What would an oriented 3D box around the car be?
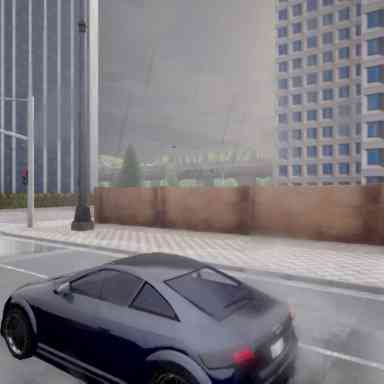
[{"bbox_3d":[-0.765,1.563,4.547,4.181,1.385,1.994,0,0,35],"label":"car"}]
